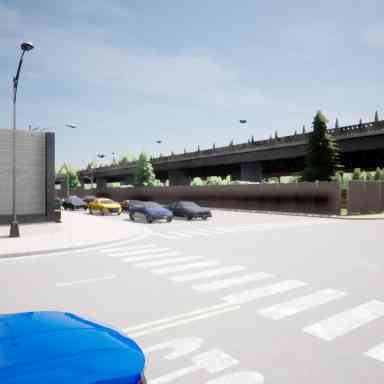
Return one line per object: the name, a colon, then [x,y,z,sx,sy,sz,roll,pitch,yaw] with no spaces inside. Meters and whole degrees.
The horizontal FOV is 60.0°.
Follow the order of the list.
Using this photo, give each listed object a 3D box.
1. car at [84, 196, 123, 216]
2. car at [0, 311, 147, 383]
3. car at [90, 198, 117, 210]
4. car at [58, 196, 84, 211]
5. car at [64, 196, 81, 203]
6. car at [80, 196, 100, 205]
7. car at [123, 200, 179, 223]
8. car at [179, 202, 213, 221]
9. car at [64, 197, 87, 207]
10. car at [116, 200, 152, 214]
car: [-8.575,1.422,32.515,1.882,1.535,5.008,0,0,-36]
car: [-2.633,1.478,1.896,5.008,1.535,1.882,0,0,-36]
car: [-11.430,1.470,42.557,1.812,1.442,4.674,0,0,-36]
car: [-14.270,1.492,40.495,2.033,1.411,5.357,0,0,-35]
car: [-23.745,1.469,65.948,1.812,1.442,4.674,0,0,-36]
car: [-17.819,1.422,57.828,1.882,1.535,5.008,0,0,-36]
car: [-3.209,1.470,25.009,1.812,1.442,4.674,0,0,-36]
car: [-0.607,1.492,27.380,2.033,1.411,5.357,0,0,-36]
car: [-18.331,1.491,52.228,2.033,1.411,5.357,0,0,-35]
car: [-6.176,1.545,35.183,1.895,1.301,4.718,0,0,-35]
